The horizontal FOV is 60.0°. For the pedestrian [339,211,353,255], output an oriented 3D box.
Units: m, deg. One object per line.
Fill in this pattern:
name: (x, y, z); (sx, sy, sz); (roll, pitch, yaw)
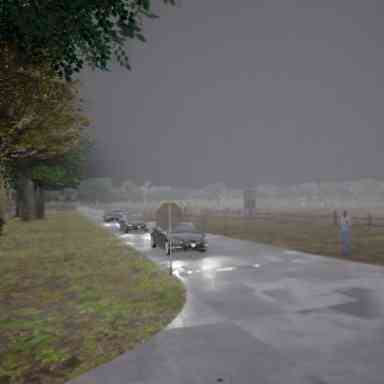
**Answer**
pedestrian: (6.500, 1.677, 14.028); (0.375, 1.860, 0.375); (-2, 0, -20)

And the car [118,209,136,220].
car: (-9.591, 3.306, 49.021); (1.994, 1.385, 4.181); (-1, -2, -20)

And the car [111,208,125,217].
car: (-12.994, 3.582, 58.259); (1.837, 1.490, 4.892); (-1, -2, -20)

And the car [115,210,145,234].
car: (-4.895, 2.543, 27.713); (1.837, 1.490, 4.892); (-1, -2, -20)

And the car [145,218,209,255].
car: (-0.773, 2.120, 16.504); (1.837, 1.490, 4.892); (-1, -2, -20)

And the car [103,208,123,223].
car: (-10.083, 3.108, 41.898); (2.033, 1.411, 5.357); (-1, -2, -20)
